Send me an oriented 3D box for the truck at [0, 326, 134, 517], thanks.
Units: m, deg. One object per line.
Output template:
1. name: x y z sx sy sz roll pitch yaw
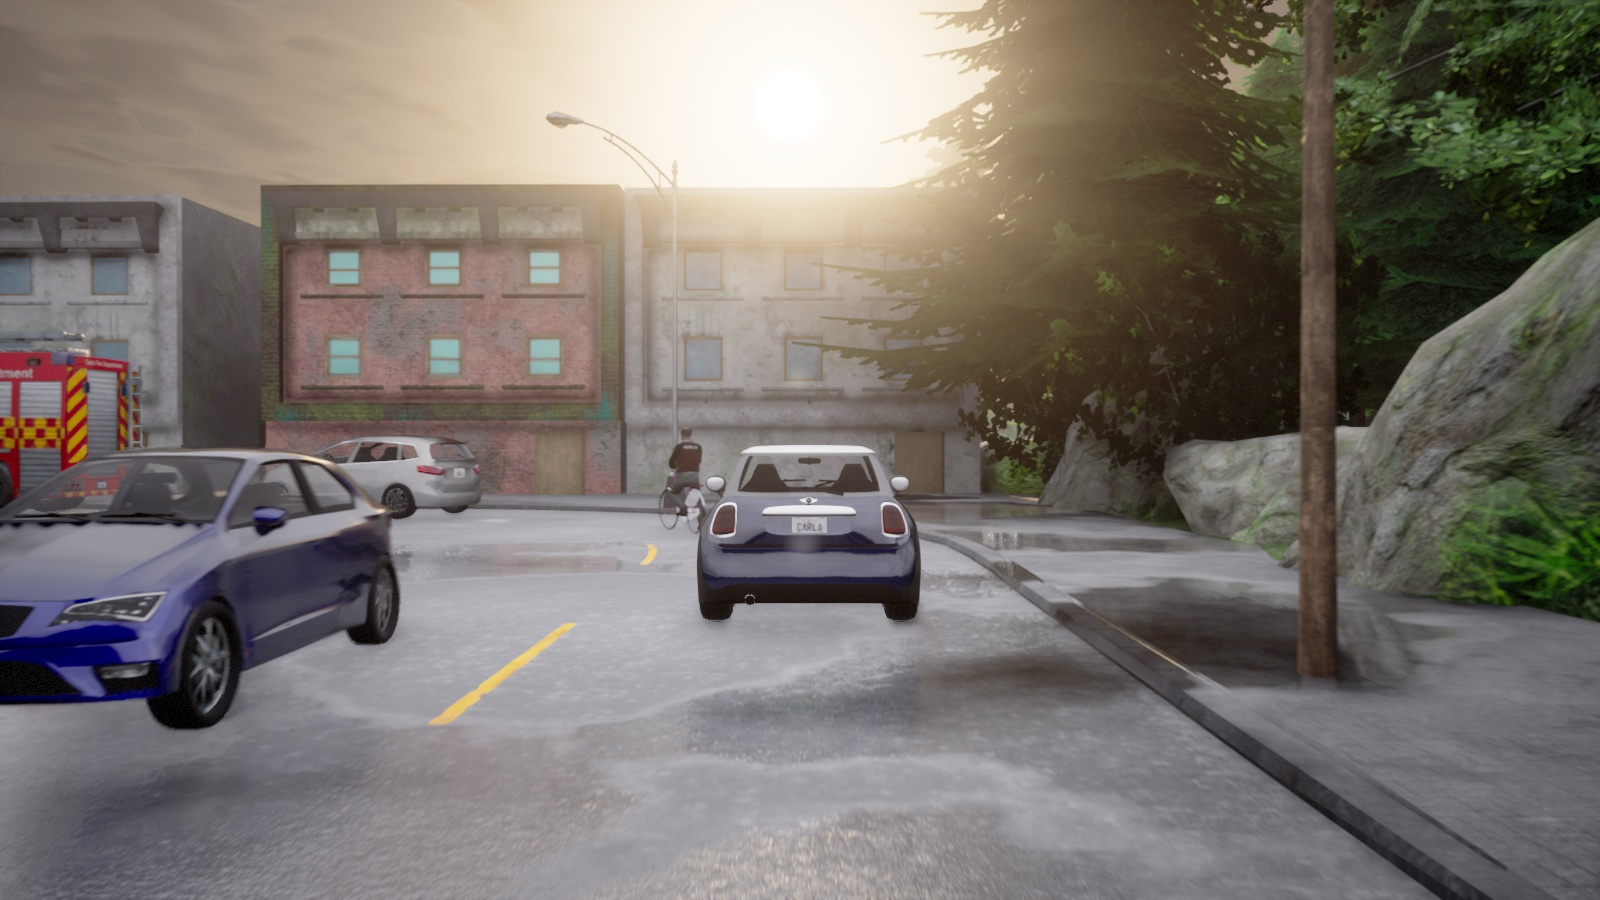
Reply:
1. truck: -19.167 -0.580 26.717 8.468 3.827 2.891 0 0 1

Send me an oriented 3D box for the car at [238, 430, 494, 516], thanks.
1. car: -9.020 0.441 26.195 4.611 1.667 2.242 0 0 18

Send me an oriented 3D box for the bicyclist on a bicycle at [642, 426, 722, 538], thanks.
1. bicyclist on a bicycle: -1.988 0.503 20.912 0.659 1.776 1.843 0 1 -29

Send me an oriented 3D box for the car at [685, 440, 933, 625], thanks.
1. car: 0.072 0.647 11.914 1.970 1.475 3.806 0 0 0

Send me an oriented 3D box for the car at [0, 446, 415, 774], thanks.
1. car: -3.932 0.714 7.759 1.816 1.474 4.193 0 0 0
